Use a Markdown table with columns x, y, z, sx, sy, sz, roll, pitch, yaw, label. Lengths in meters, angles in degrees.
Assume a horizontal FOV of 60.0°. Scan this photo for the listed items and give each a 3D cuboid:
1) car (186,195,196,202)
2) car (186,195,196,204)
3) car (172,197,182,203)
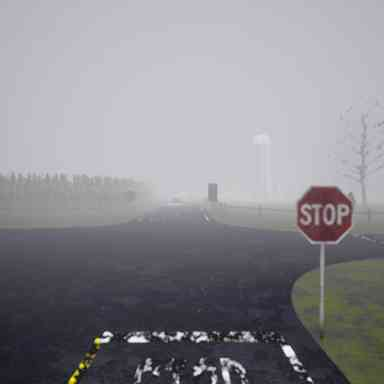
| x | y | z | sx | sy | sz | roll | pitch | yaw | label |
| --- | --- | --- | --- | --- | --- | --- | --- | --- | --- |
| -0.247 | 1.420 | 71.682 | 2.128 | 1.511 | 4.902 | 0 | 0 | 0 | car |
| -0.208 | 1.441 | 61.263 | 1.882 | 1.535 | 5.008 | 0 | 0 | 0 | car |
| -2.975 | 1.566 | 65.822 | 1.895 | 1.301 | 4.718 | 0 | 0 | 0 | car |
